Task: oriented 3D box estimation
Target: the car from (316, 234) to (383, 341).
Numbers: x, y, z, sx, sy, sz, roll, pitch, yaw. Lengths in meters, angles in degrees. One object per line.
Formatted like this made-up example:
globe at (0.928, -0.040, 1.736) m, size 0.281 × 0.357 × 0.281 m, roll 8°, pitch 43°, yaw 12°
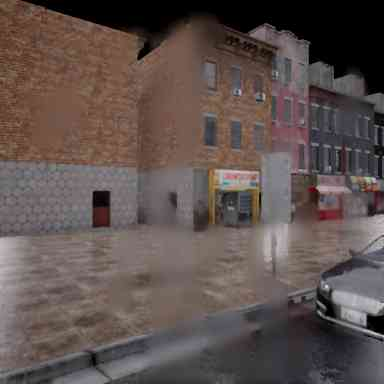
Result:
car at (4.276, 1.492, 6.135) m, size 4.902 × 1.511 × 2.128 m, roll 0°, pitch 0°, yaw -36°
